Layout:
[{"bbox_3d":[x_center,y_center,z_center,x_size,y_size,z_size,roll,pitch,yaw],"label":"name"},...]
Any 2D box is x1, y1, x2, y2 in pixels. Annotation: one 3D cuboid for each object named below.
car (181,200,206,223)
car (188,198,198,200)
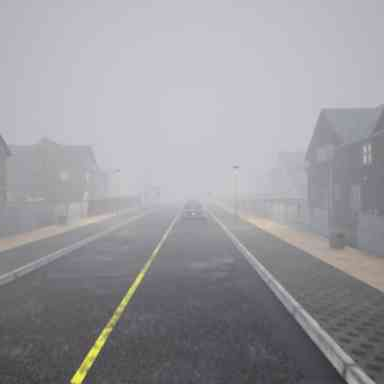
[{"bbox_3d":[0.103,1.563,25.338,2.033,1.411,5.357,0,0,0],"label":"car"},{"bbox_3d":[0.099,1.510,41.843,2.128,1.511,4.902,0,0,0],"label":"car"}]
